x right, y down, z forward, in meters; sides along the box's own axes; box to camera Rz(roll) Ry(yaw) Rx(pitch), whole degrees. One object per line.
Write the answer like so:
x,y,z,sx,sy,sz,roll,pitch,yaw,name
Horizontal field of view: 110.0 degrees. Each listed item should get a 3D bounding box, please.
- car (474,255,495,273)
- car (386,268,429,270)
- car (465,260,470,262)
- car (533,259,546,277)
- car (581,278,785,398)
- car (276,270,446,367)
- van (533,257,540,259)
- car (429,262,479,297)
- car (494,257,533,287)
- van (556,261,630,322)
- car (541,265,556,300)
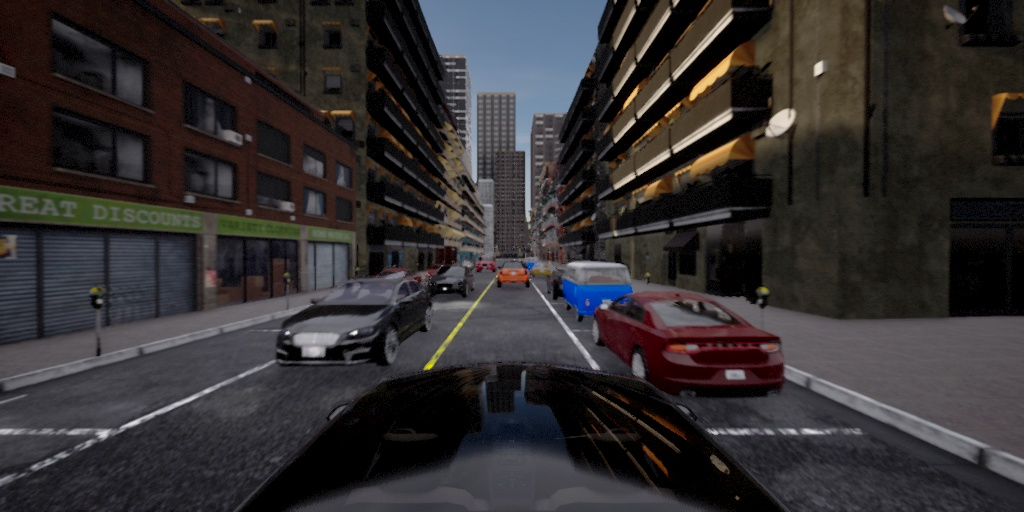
-3.093,0.949,43.652,2.150,2.045,5.566,0,0,0,car
-5.694,1.286,17.599,1.888,1.381,4.507,0,0,0,car
-5.699,1.255,45.046,1.751,1.417,4.829,0,0,0,car
2.684,1.257,34.328,1.751,1.417,4.829,0,0,0,car
2.689,1.292,6.541,1.888,1.381,4.507,0,0,0,car
-3.090,1.239,8.060,2.128,1.511,4.902,0,0,0,car
2.682,1.069,45.205,1.690,1.789,3.998,0,0,0,van
-3.049,1.245,18.765,1.837,1.490,4.892,0,0,0,car
0.094,1.087,24.700,2.097,1.767,4.553,0,0,0,car
2.688,1.084,12.064,1.690,1.789,3.998,0,0,0,van
2.687,1.305,17.588,1.948,1.339,4.313,0,0,0,car
